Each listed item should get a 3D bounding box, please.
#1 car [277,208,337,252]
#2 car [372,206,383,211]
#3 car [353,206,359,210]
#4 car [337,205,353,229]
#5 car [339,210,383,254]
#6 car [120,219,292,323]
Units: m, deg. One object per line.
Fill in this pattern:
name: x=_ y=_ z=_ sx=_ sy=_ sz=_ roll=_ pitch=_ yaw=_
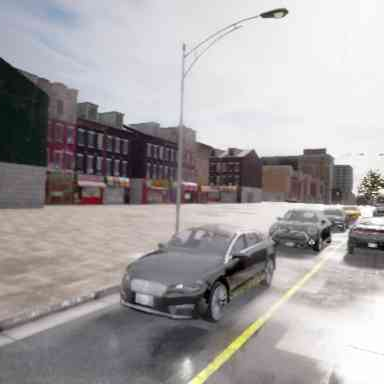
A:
car: x=5.135 y=1.582 z=15.458 sx=2.097 sy=1.767 sz=4.553 roll=2 pitch=0 yaw=31
car: x=20.413 y=2.294 z=35.639 sx=1.837 sy=1.490 sz=4.892 roll=2 pitch=0 yaw=31
car: x=15.974 y=2.118 z=33.752 sx=1.882 sy=1.535 sz=5.008 roll=2 pitch=0 yaw=31
car: x=10.220 y=1.929 z=24.074 sx=1.837 sy=1.490 sz=4.892 roll=2 pitch=0 yaw=31
car: x=7.941 y=1.808 z=14.435 sx=2.128 sy=1.511 sz=4.902 roll=2 pitch=0 yaw=31
car: x=0.475 y=1.541 z=7.547 sx=2.128 sy=1.511 sz=4.902 roll=2 pitch=0 yaw=31
